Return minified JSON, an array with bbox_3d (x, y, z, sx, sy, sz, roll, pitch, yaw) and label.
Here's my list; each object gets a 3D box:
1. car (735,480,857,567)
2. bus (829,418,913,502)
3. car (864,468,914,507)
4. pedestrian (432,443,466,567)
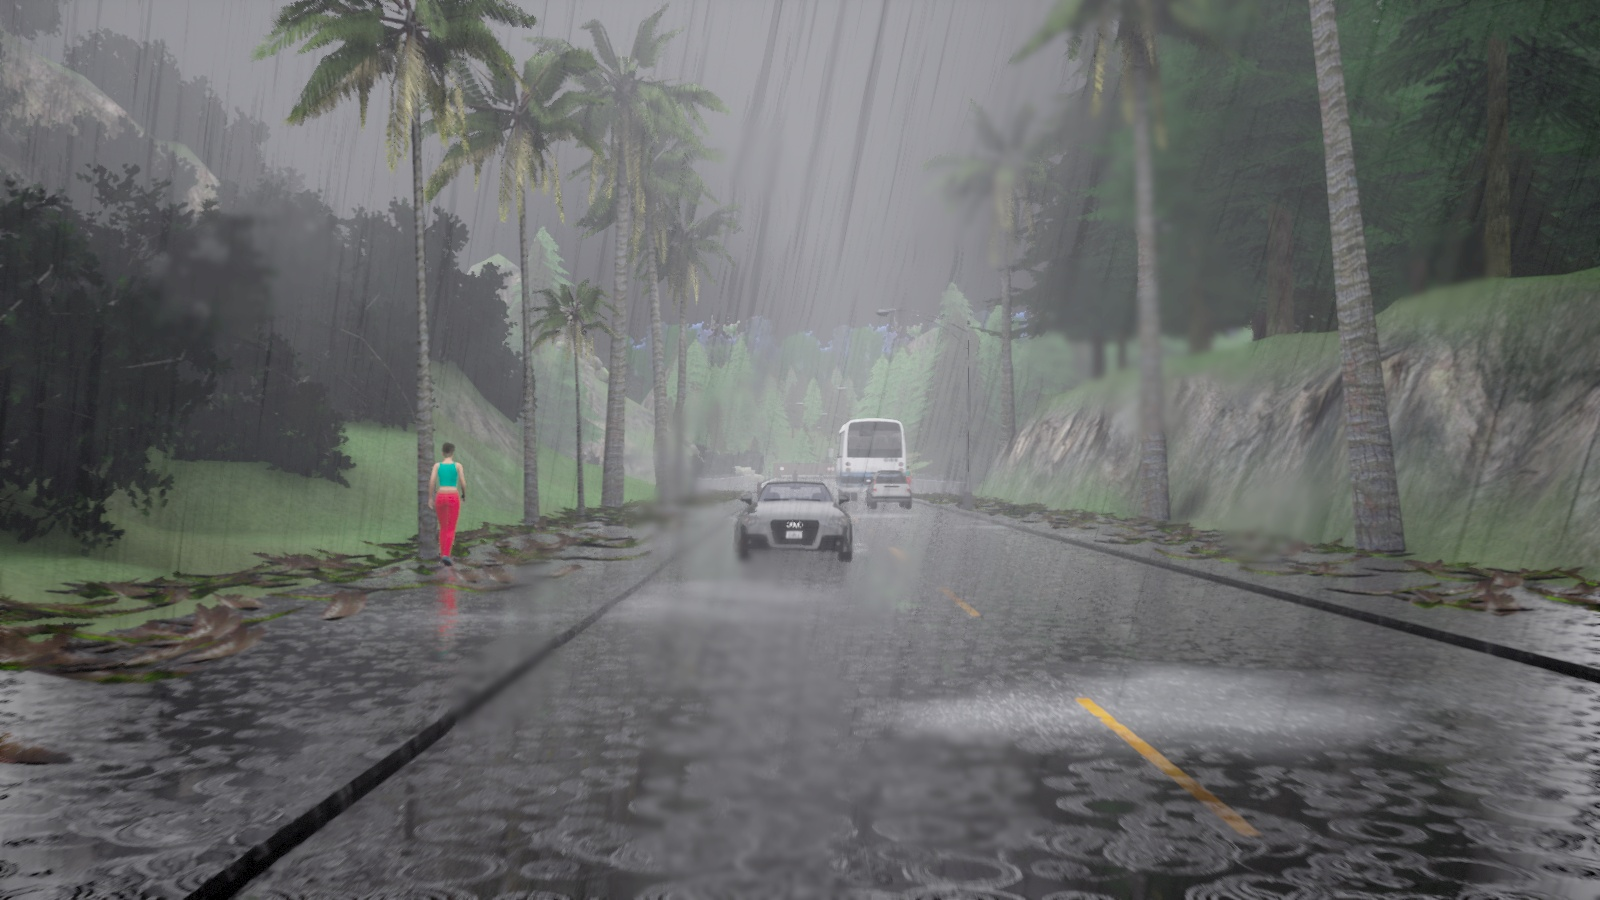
[{"bbox_3d":[-0.075,1.259,22.689,1.994,1.385,4.181,0,-1,0],"label":"car"},{"bbox_3d":[3.734,0.577,68.928,3.944,4.253,10.273,0,-1,0],"label":"bus"},{"bbox_3d":[3.800,1.603,54.069,1.851,1.617,3.988,0,-1,0],"label":"car"},{"bbox_3d":[-5.290,0.827,18.932,0.345,1.836,0.594,0,-1,-1],"label":"pedestrian"}]
